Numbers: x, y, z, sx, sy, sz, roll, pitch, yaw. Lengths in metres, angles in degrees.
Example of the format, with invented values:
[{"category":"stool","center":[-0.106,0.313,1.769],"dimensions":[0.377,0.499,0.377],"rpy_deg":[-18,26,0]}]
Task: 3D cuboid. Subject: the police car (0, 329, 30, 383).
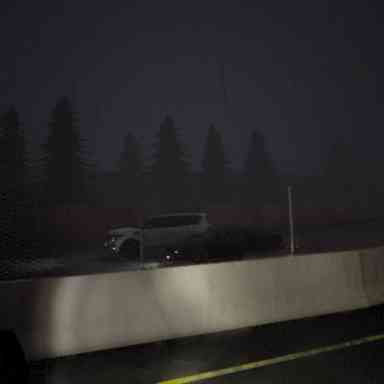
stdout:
[{"category":"police car","center":[-4.205,1.722,2.568],"dimensions":[5.238,1.638,1.930],"rpy_deg":[-1,-3,-17]}]
